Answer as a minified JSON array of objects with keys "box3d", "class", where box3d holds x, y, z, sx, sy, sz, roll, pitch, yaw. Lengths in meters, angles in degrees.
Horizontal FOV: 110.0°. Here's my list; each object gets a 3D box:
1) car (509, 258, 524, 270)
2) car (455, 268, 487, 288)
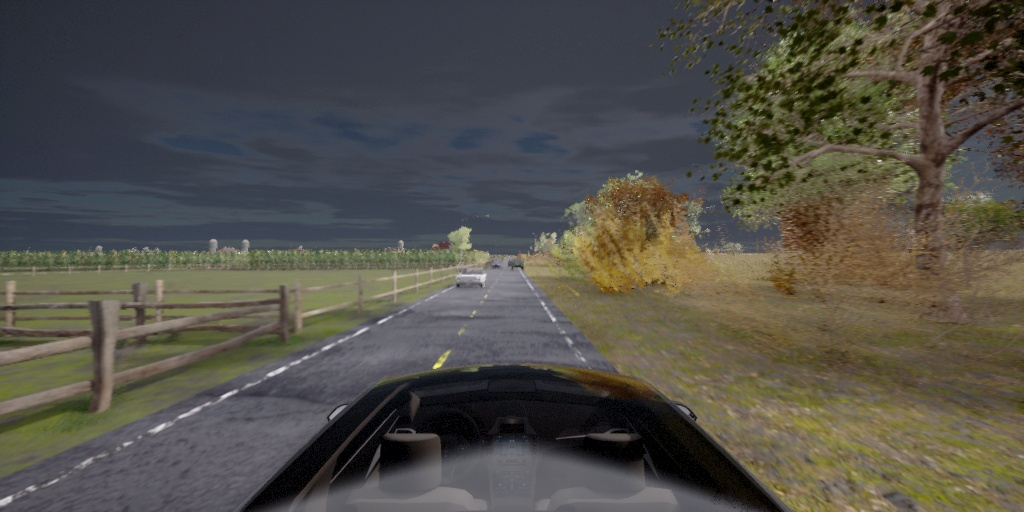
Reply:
[{"box3d":[0.943,1.410,62.130,2.150,2.045,5.566,0,0,0],"class":"car"},{"box3d":[-2.855,1.542,25.798,1.895,1.301,4.718,0,0,0],"class":"car"}]
